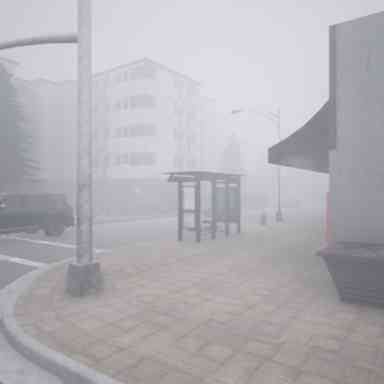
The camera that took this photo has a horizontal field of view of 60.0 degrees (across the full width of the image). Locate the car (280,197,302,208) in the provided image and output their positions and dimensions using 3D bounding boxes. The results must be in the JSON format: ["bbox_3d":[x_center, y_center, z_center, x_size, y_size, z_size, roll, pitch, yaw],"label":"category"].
[{"bbox_3d":[12.866,1.376,43.495,1.837,1.490,4.892,0,0,36],"label":"car"}]

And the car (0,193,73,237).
[{"bbox_3d":[-7.991,1.060,14.610,2.150,2.045,5.566,0,0,36],"label":"car"}]
